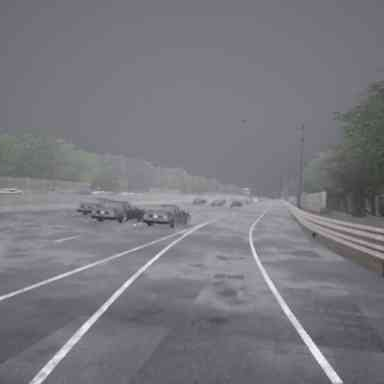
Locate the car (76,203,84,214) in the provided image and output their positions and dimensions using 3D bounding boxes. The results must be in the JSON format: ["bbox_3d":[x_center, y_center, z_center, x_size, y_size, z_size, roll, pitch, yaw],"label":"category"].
[{"bbox_3d":[-7.405,1.219,27.602,2.033,1.411,5.357,3,0,14],"label":"car"}]

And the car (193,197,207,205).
[{"bbox_3d":[1.547,1.662,62.454,2.128,1.511,4.902,3,0,14],"label":"car"}]

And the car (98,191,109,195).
[{"bbox_3d":[-18.102,0.565,70.246,1.882,1.535,5.008,3,0,14],"label":"car"}]

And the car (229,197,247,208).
[{"bbox_3d":[8.315,2.050,60.708,1.837,1.490,4.892,3,0,14],"label":"car"}]

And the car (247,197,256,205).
[{"bbox_3d":[14.255,2.461,83.860,2.033,1.411,5.357,3,0,14],"label":"car"}]

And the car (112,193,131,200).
[{"bbox_3d":[-14.678,0.873,69.552,1.895,1.301,4.718,3,0,14],"label":"car"}]

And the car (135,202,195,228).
[{"bbox_3d":[-1.567,1.541,22.229,2.033,1.411,5.357,3,0,14],"label":"car"}]

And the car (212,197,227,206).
[{"bbox_3d":[4.926,1.921,61.574,1.994,1.385,4.181,3,0,14],"label":"car"}]

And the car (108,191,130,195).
[{"bbox_3d":[-11.263,0.939,54.809,1.882,1.535,5.008,3,0,15],"label":"car"}]

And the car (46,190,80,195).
[{"bbox_3d":[-15.565,0.716,38.253,2.128,1.511,4.902,3,0,15],"label":"car"}]

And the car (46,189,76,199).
[{"bbox_3d":[-21.859,0.370,55.708,2.128,1.511,4.902,3,0,15],"label":"car"}]

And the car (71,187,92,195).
[{"bbox_3d":[-18.554,0.279,54.496,2.150,2.045,5.566,3,0,15],"label":"car"}]

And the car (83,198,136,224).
[{"bbox_3d":[-4.950,1.354,23.101,2.033,1.411,5.357,3,0,14],"label":"car"}]

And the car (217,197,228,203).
[{"bbox_3d":[7.990,2.108,87.566,2.128,1.511,4.902,3,0,14],"label":"car"}]
